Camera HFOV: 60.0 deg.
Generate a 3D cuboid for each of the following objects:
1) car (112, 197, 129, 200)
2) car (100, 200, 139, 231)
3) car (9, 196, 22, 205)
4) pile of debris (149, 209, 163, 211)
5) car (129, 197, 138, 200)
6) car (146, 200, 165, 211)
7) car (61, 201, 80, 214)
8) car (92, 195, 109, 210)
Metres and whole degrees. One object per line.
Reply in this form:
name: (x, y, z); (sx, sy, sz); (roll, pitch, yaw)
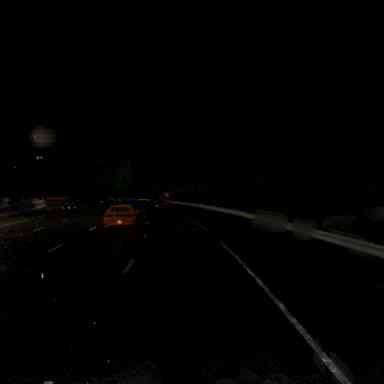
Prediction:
car: (-12.595, 1.557, 57.135); (2.097, 1.767, 4.553); (-1, 0, -19)
car: (-4.456, 1.550, 21.362); (1.882, 1.535, 5.008); (0, 0, -7)
car: (-36.409, 1.783, 68.769); (2.150, 2.045, 5.566); (-1, 0, -25)
pile of debris: (-4.462, 2.253, 40.968); (1.500, 0.140, 1.860); (-1, 0, -13)
car: (-11.717, 1.671, 64.754); (1.882, 1.535, 5.008); (0, 0, -22)
car: (-4.597, 1.643, 41.471); (1.994, 1.385, 4.181); (-1, 0, -13)
car: (-14.036, 1.770, 38.563); (2.033, 1.411, 5.357); (-1, 0, -16)
car: (-12.989, 1.430, 47.471); (2.150, 2.045, 5.566); (0, 0, -17)
